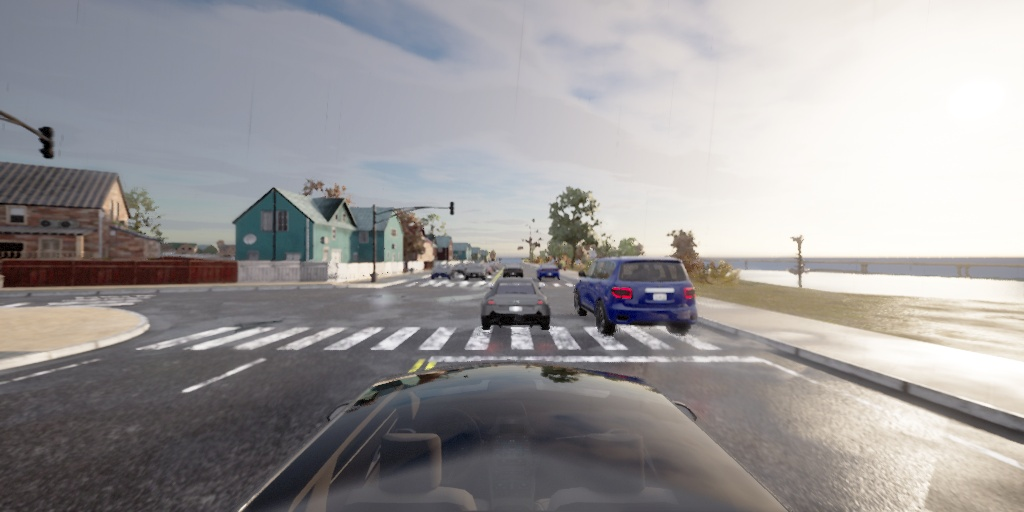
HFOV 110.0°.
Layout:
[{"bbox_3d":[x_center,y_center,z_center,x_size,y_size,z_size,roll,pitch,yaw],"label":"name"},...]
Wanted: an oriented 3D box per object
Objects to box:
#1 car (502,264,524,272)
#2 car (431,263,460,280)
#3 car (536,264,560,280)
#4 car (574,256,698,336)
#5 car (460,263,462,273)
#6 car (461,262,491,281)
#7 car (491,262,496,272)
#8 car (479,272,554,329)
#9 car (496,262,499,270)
[{"bbox_3d":[0.101,1.468,34.693,1.882,1.535,5.008,0,0,0],"label":"car"},{"bbox_3d":[-6.618,1.541,35.080,2.033,1.411,5.357,0,0,-2],"label":"car"},{"bbox_3d":[3.350,1.464,34.160,1.882,1.535,5.008,0,0,0],"label":"car"},{"bbox_3d":[3.349,1.035,10.801,2.150,2.045,5.566,0,0,0],"label":"car"},{"bbox_3d":[-6.571,1.621,45.273,2.033,1.411,5.357,0,0,0],"label":"car"},{"bbox_3d":[-3.339,1.490,33.996,1.837,1.490,4.892,0,0,0],"label":"car"},{"bbox_3d":[-3.327,1.584,43.258,1.812,1.442,4.674,0,0,0],"label":"car"},{"bbox_3d":[0.104,1.383,11.507,1.994,1.385,4.181,0,0,0],"label":"car"},{"bbox_3d":[-3.262,1.624,52.544,2.128,1.511,4.902,0,0,0],"label":"car"}]
